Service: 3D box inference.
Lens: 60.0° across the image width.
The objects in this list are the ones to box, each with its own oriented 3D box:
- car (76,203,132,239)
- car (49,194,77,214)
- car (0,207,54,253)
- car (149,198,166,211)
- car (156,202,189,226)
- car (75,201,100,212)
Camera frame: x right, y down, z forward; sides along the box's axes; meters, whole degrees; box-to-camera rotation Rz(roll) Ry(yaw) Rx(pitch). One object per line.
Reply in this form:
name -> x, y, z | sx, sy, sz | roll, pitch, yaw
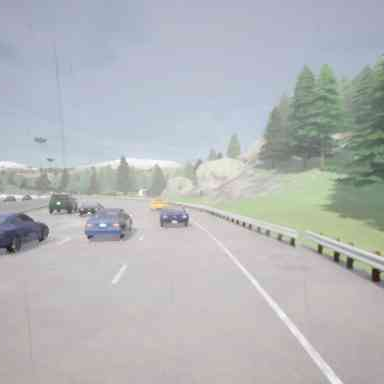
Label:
car -> -4.271, 1.557, 17.579 | 2.033, 1.411, 5.357 | 0, 0, -5
car -> -13.844, 1.250, 35.965 | 2.150, 2.045, 5.566 | 0, 0, -10
car -> -7.495, 1.541, 13.567 | 1.812, 1.442, 4.674 | 0, 0, -4
car -> -4.163, 1.487, 41.073 | 1.882, 1.535, 5.008 | 0, 0, -11
car -> -1.353, 1.604, 23.289 | 1.895, 1.301, 4.718 | 0, 0, -6
car -> -9.664, 1.621, 32.293 | 1.895, 1.301, 4.718 | 0, 0, -9
